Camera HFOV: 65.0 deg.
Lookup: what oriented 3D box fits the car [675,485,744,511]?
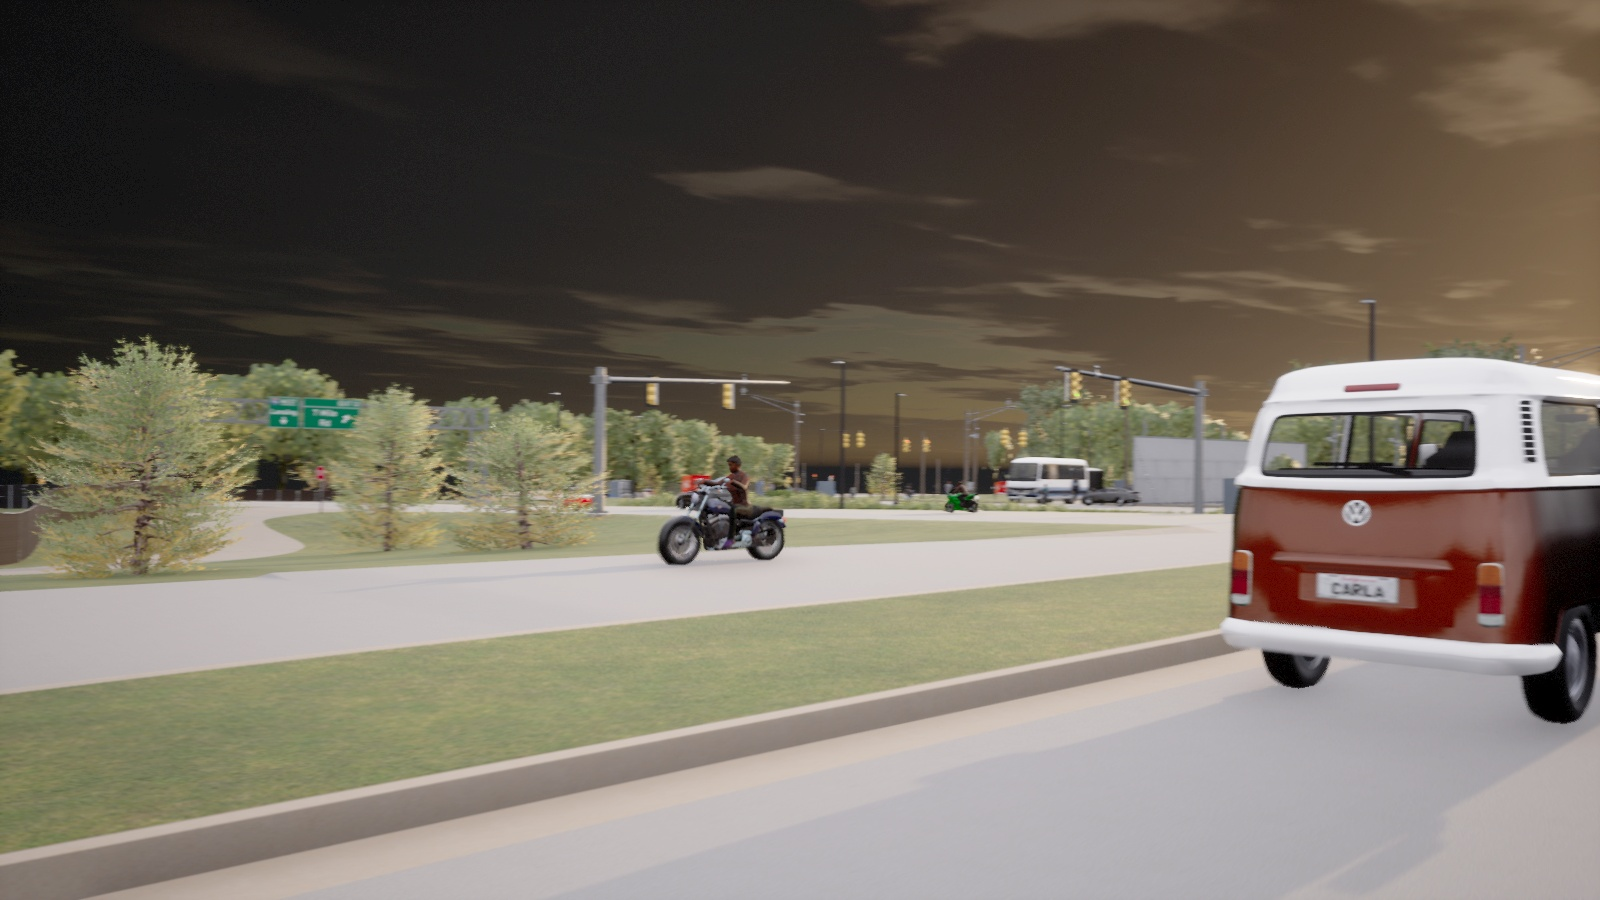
[{"bbox_3d":[-5.270,2.765,72.827,1.816,1.474,4.193,1,-2,-43],"label":"car"}]

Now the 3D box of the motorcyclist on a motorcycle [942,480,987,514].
[{"bbox_3d":[7.667,2.197,58.734,0.797,1.523,2.044,1,-2,-43],"label":"motorcyclist on a motorcycle"}]

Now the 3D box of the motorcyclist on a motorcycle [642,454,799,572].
[{"bbox_3d":[-1.144,0.891,18.612,2.350,1.649,0.766,1,-1,-42],"label":"motorcyclist on a motorcycle"}]

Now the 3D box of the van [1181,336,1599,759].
[{"bbox_3d":[4.652,0.474,8.333,4.480,2.038,2.069,0,-1,-43],"label":"van"}]
